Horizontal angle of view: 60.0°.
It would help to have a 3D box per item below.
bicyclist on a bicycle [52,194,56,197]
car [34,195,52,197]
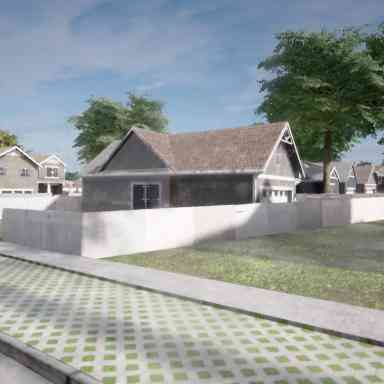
[{"bbox_3d":[-13.073,1.028,31.582,1.656,1.620,0.582,0,1,34],"label":"bicyclist on a bicycle"},{"bbox_3d":[-16.744,1.139,36.624,2.128,1.511,4.902,1,1,34],"label":"car"}]
